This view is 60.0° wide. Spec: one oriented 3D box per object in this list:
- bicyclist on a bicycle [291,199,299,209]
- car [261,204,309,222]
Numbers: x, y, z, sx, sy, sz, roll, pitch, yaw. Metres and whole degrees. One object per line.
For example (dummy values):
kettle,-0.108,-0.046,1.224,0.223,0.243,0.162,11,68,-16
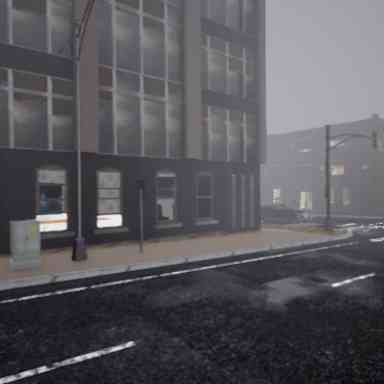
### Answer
bicyclist on a bicycle,11.945,1.599,38.770,1.656,1.620,0.582,-1,0,-37
car,7.972,1.794,29.498,2.128,1.511,4.902,-1,0,-37
